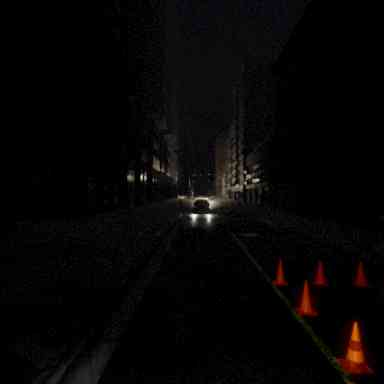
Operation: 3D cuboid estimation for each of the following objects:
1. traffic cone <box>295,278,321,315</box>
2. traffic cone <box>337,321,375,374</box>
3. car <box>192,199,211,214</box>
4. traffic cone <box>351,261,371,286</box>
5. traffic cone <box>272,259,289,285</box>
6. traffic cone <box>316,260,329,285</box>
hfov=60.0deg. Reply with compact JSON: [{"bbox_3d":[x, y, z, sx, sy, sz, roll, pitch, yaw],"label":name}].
[{"bbox_3d":[2.173,1.984,6.338,0.340,0.580,0.340,1,0,1],"label":"traffic cone"},{"bbox_3d":[2.133,1.983,4.339,0.340,0.580,0.340,1,0,1],"label":"traffic cone"},{"bbox_3d":[1.061,1.520,36.750,1.882,1.535,5.008,1,0,1],"label":"car"},{"bbox_3d":[4.212,2.010,8.298,0.340,0.580,0.340,1,0,1],"label":"traffic cone"},{"bbox_3d":[2.213,1.986,8.338,0.340,0.580,0.340,1,0,1],"label":"traffic cone"},{"bbox_3d":[3.212,1.998,8.318,0.340,0.580,0.340,1,0,1],"label":"traffic cone"}]
